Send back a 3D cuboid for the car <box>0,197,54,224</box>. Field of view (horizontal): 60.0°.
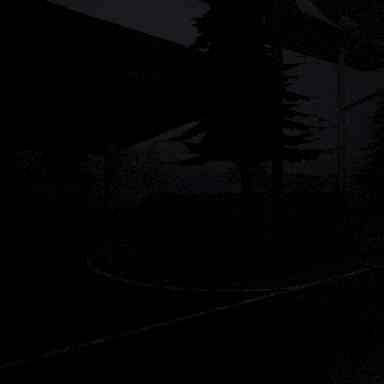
[{"bbox_3d":[-11.955,1.313,23.487,3.866,1.878,1.905,0,0,-36],"label":"car"}]
